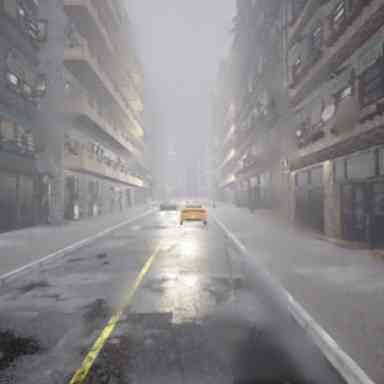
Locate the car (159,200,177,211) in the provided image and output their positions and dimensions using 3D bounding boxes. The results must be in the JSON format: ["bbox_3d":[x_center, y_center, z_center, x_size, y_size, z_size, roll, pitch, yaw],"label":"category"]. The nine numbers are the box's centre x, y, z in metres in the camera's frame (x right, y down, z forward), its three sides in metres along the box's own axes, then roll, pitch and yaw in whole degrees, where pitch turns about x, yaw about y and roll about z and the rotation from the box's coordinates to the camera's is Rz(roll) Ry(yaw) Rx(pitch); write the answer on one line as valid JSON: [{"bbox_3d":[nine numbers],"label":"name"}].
[{"bbox_3d":[-2.841,1.630,40.707,1.994,1.385,4.181,0,0,0],"label":"car"}]

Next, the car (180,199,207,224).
[{"bbox_3d":[0.098,1.514,25.117,1.882,1.535,5.008,0,0,0],"label":"car"}]
